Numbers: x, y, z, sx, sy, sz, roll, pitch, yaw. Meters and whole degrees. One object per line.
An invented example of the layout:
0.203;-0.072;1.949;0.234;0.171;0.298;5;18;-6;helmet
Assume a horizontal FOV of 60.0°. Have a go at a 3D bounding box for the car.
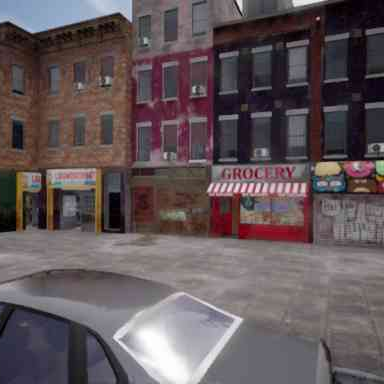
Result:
-1.365;1.547;3.244;5.357;1.411;2.033;0;0;23;car
